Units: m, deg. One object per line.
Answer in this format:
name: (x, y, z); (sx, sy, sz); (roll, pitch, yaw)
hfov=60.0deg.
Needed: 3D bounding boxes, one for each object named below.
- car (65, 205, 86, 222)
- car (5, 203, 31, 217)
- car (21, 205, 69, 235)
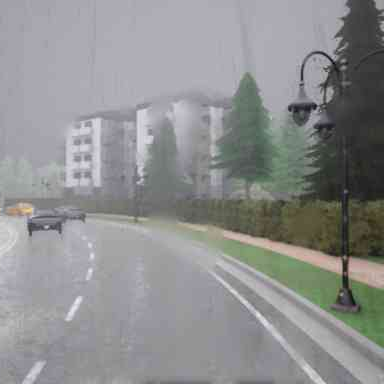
car: (-11.018, 1.903, 29.561); (2.128, 1.511, 4.902); (0, -1, -38)
car: (-19.468, 2.018, 37.903); (5.008, 1.535, 1.882); (0, -1, 37)
car: (-9.398, 1.788, 21.021); (2.128, 1.511, 4.902); (0, -1, -28)
